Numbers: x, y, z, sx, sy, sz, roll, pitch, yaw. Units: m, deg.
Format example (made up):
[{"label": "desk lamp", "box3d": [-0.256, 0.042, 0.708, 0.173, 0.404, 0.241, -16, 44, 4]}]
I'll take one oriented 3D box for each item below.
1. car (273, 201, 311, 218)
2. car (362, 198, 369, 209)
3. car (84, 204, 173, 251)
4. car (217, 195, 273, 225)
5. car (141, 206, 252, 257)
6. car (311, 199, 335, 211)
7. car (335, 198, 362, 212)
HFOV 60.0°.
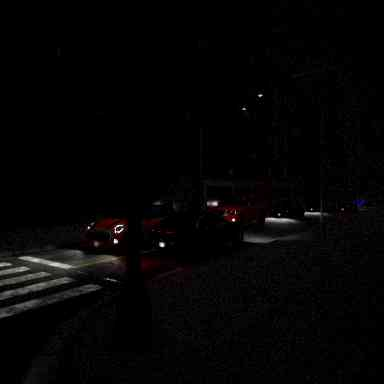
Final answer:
[{"label": "car", "box3d": [8.964, 1.539, 30.591, 2.033, 1.411, 5.357, 0, 0, 35]}, {"label": "car", "box3d": [23.574, 1.536, 46.750, 1.812, 1.442, 4.674, 0, 0, 35]}, {"label": "car", "box3d": [-2.306, 1.345, 14.213, 2.097, 1.767, 4.553, 0, 0, 34]}, {"label": "car", "box3d": [3.139, 1.214, 22.156, 2.150, 2.045, 5.566, 0, 0, 35]}, {"label": "car", "box3d": [0.373, 1.510, 13.129, 1.837, 1.490, 4.892, 0, 0, 35]}, {"label": "car", "box3d": [14.733, 1.538, 38.882, 2.033, 1.411, 5.357, 0, 0, 35]}, {"label": "car", "box3d": [17.831, 1.605, 38.348, 1.895, 1.301, 4.718, 0, 0, 35]}]
